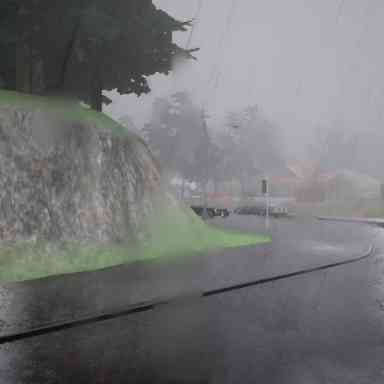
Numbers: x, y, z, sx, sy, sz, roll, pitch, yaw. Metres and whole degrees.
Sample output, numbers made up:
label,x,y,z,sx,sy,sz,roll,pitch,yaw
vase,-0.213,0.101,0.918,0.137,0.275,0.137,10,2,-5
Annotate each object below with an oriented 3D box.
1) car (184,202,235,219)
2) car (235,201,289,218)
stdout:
label,x,y,z,sx,sy,sz,roll,pitch,yaw
car,1.288,1.601,29.672,1.895,1.301,4.718,0,0,-35
car,6.105,1.547,30.045,2.033,1.411,5.357,0,0,-35
